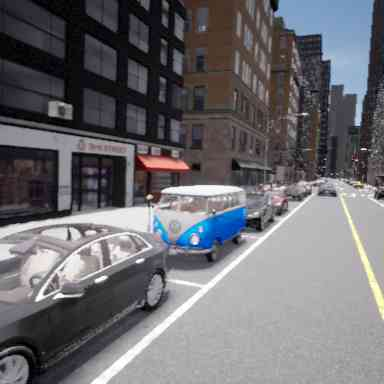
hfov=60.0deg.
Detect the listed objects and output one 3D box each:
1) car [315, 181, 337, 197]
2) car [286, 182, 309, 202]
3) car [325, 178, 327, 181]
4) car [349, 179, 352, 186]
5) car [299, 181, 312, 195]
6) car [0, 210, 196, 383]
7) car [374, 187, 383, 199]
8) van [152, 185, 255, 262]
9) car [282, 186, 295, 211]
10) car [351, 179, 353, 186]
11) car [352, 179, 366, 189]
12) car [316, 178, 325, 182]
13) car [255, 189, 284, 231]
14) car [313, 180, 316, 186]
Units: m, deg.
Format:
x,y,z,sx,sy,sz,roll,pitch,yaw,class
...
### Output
x,y,z,sx,sy,sz,roll,pitch,yaw,class
15.528,-0.243,38.173,1.994,1.385,4.181,4,4,23,car
8.986,0.023,29.607,1.947,1.339,4.313,4,4,23,car
32.105,-2.405,83.750,2.008,1.369,4.403,4,4,23,car
39.936,-1.852,80.427,2.008,1.369,4.403,4,4,23,car
11.139,-0.191,34.665,1.802,1.307,4.206,4,4,23,car
-1.784,1.166,4.322,2.008,1.369,4.403,4,4,23,car
21.130,0.115,36.408,1.947,1.339,4.313,4,4,23,car
0.379,0.725,9.365,1.690,1.788,3.998,4,4,23,van
4.678,0.501,19.494,1.802,1.307,4.206,4,4,23,car
37.877,-1.669,75.613,1.752,1.417,4.829,4,4,23,car
35.687,-1.530,70.483,1.967,1.590,4.097,4,4,23,car
27.851,-1.941,73.816,1.802,1.307,4.206,4,4,23,car
2.524,0.717,14.436,1.947,1.339,4.313,4,4,23,car
13.299,-0.563,39.713,1.967,1.590,4.097,4,4,23,car
